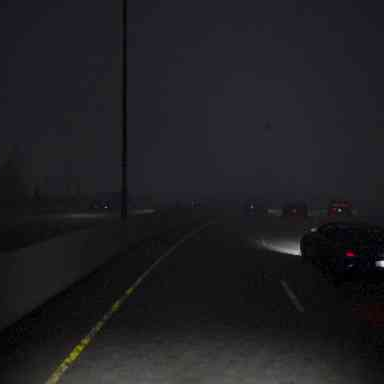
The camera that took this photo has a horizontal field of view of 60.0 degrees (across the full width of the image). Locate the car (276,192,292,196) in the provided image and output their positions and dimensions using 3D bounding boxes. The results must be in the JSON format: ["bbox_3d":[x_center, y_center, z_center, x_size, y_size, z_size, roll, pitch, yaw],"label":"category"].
[{"bbox_3d":[19.619,0.752,71.257,2.097,1.767,4.553,0,0,43],"label":"car"}]

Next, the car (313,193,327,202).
[{"bbox_3d":[23.582,1.005,60.291,2.163,1.488,4.792,0,0,41],"label":"car"}]

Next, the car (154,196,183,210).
[{"bbox_3d":[-2.590,1.238,38.031,1.812,1.442,4.674,0,0,23],"label":"car"}]

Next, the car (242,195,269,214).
[{"bbox_3d":[6.108,1.310,31.672,1.994,1.385,4.181,0,0,22],"label":"car"}]

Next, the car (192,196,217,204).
[{"bbox_3d":[1.553,1.227,38.817,1.812,1.442,4.674,0,0,24],"label":"car"}]

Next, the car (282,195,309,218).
[{"bbox_3d":[8.360,1.257,26.957,1.882,1.535,5.008,0,0,18],"label":"car"}]

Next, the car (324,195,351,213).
[{"bbox_3d":[13.230,1.251,30.092,1.837,1.490,4.892,0,0,21],"label":"car"}]

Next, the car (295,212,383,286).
[{"bbox_3d":[4.344,1.494,9.142,1.994,1.385,4.181,0,1,6],"label":"car"}]

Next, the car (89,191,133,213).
[{"bbox_3d":[-8.041,0.965,33.643,2.150,2.045,5.566,0,0,20],"label":"car"}]
